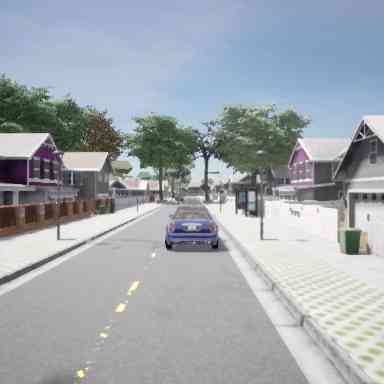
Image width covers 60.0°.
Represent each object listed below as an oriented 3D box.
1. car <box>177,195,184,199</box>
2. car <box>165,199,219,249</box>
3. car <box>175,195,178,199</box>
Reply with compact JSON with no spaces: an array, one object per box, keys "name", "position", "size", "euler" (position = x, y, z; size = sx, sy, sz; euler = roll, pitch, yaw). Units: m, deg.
[{"name":"car","position":[0.000,1.367,29.620],"size":[2.097,1.767,4.553],"euler":[0,0,0]},{"name":"car","position":[0.000,1.365,14.620],"size":[2.097,1.767,4.553],"euler":[0,0,0]},{"name":"car","position":[-2.750,1.472,74.721],"size":[1.882,1.535,5.008],"euler":[0,0,0]}]
